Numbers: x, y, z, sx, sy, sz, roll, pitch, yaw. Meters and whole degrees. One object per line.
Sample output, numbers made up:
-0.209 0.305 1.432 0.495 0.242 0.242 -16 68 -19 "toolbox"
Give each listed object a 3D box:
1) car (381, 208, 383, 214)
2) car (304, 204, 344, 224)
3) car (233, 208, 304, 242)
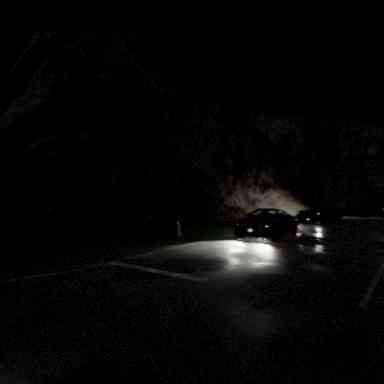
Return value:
18.763 1.595 28.069 4.718 1.301 1.895 0 0 8 "car"
9.446 1.557 24.423 1.895 1.301 4.718 1 0 43 "car"
3.723 1.520 16.397 1.994 1.385 4.181 0 0 35 "car"
